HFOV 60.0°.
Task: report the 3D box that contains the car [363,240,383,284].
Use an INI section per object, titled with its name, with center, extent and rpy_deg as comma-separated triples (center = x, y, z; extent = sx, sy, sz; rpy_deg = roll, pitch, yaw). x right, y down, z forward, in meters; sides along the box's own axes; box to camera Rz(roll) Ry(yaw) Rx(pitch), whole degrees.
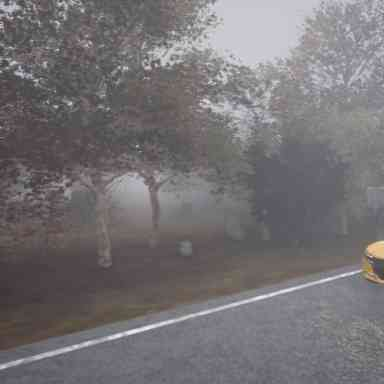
[car]
center = 6.310, 1.466, 8.472
extent = 5.008, 1.535, 1.882
rpy_deg = 0, 0, -35
